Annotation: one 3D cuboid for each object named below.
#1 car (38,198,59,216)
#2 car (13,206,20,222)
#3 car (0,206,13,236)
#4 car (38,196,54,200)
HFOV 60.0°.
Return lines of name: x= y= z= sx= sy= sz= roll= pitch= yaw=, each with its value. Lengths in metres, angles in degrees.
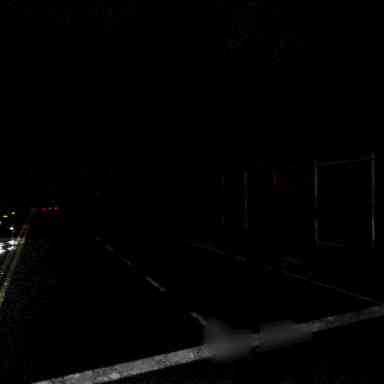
car: x=-15.634 y=1.777 z=36.547 sx=2.033 sy=1.411 sz=5.357 roll=-1 pitch=0 yaw=-24
car: x=-16.163 y=1.863 z=28.941 sx=1.895 sy=1.301 sz=4.718 roll=-1 pitch=0 yaw=-24
car: x=-11.960 y=1.733 z=19.678 sx=1.812 sy=1.442 sz=4.674 roll=-1 pitch=0 yaw=-25
car: x=-19.968 y=1.507 z=45.985 sx=2.150 sy=2.045 sz=5.566 roll=-1 pitch=0 yaw=-24
